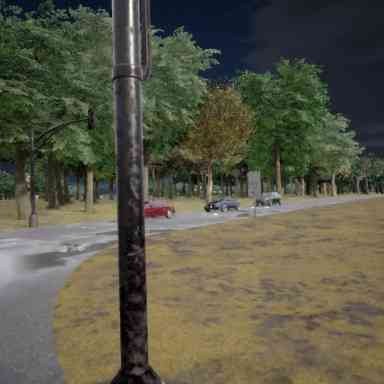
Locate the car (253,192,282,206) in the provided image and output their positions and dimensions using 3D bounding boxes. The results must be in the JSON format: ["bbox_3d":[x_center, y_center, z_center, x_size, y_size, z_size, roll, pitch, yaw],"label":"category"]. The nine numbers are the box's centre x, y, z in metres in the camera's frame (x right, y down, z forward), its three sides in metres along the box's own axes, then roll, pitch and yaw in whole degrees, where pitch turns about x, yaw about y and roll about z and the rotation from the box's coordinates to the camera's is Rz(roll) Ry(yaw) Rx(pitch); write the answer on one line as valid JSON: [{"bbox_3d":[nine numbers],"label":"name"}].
[{"bbox_3d":[9.170,0.788,40.220,2.097,1.767,4.553,-3,-1,37],"label":"car"}]

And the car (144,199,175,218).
[{"bbox_3d":[-3.130,1.277,24.057,1.812,1.442,4.674,-3,-1,37],"label":"car"}]

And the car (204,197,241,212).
[{"bbox_3d":[2.959,1.155,32.057,1.994,1.385,4.181,-3,-1,37],"label":"car"}]
